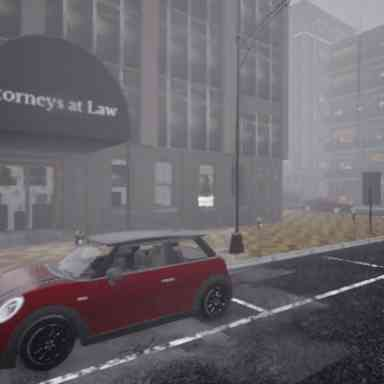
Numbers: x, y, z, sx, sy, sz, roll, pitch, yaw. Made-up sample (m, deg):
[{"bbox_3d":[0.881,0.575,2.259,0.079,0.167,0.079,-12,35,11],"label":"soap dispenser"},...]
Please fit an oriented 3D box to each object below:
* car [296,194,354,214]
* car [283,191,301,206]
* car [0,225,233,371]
[{"bbox_3d":[11.833,1.135,29.206,1.887,1.381,4.507,1,0,-36],"label":"car"},{"bbox_3d":[11.978,0.770,43.289,2.192,1.841,5.009,1,0,-36],"label":"car"},{"bbox_3d":[-1.309,1.430,5.615,4.097,1.590,1.967,0,1,-35],"label":"car"}]
